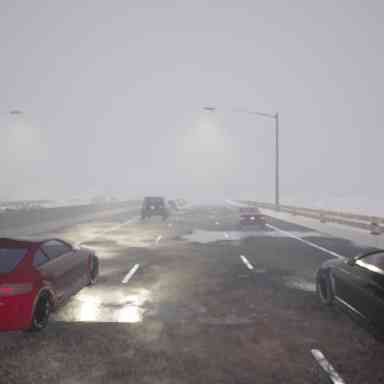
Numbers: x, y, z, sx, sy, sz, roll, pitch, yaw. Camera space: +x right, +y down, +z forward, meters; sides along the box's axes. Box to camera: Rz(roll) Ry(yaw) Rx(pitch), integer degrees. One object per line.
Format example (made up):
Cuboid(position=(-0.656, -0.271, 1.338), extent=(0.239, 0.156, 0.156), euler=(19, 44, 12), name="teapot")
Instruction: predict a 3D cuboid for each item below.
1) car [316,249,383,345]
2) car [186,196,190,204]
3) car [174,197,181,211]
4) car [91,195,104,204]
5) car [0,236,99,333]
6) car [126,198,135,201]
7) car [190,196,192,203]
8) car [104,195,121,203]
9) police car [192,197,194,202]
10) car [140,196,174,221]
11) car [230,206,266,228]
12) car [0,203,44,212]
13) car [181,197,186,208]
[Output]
Cuboid(position=(3.619, 1.592, 5.420), extent=(1.994, 1.385, 4.181), euler=(0, 0, 0), name="car")
Cuboid(position=(-2.153, 1.858, 67.597), extent=(2.033, 1.649, 4.856), euler=(0, 0, 2), name="car")
Cuboid(position=(-2.880, 1.774, 45.673), extent=(1.837, 1.490, 4.892), euler=(0, 0, 2), name="car")
Cuboid(position=(-19.556, 1.642, 70.319), extent=(2.150, 2.045, 5.566), euler=(0, 0, 2), name="car")
Cuboid(position=(-3.375, 1.597, 6.855), extent=(1.994, 1.385, 4.181), euler=(0, 0, 0), name="car")
Cuboid(position=(-12.609, 1.974, 68.871), extent=(1.994, 1.385, 4.181), euler=(0, 0, 2), name="car")
Cuboid(position=(-1.683, 2.115, 78.583), extent=(1.895, 1.301, 4.718), euler=(0, 0, 3), name="car")
Cuboid(position=(-16.105, 1.774, 69.053), extent=(2.097, 1.767, 4.553), euler=(0, 0, 2), name="car")
Cuboid(position=(-1.147, 2.111, 89.509), extent=(2.038, 1.542, 4.974), euler=(0, -1, 3), name="police car")
Cuboid(position=(-3.133, 1.381, 29.382), extent=(2.150, 2.045, 5.566), euler=(0, -1, 1), name="car")
Cuboid(position=(3.767, 1.673, 22.982), extent=(2.033, 1.411, 5.357), euler=(0, 0, 1), name="car")
Cuboid(position=(-13.861, 1.634, 27.399), extent=(2.128, 1.511, 4.902), euler=(0, 0, 1), name="car")
Cuboid(position=(-2.551, 1.872, 56.636), extent=(1.812, 1.442, 4.674), euler=(0, 0, 2), name="car")
